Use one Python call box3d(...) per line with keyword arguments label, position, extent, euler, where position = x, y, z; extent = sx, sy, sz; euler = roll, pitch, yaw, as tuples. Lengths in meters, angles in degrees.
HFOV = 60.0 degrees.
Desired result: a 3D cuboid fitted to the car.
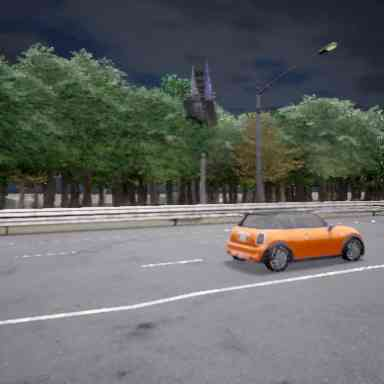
box3d(label="car", position=(3.461, 1.388, 10.971), extent=(4.553, 1.767, 2.097), euler=(0, -1, -25))
